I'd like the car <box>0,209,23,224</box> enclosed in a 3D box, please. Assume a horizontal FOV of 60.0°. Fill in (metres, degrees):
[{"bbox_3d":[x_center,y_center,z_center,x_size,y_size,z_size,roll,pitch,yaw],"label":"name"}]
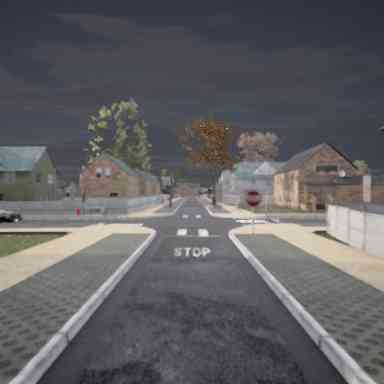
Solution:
[{"bbox_3d":[-14.945,1.608,23.445,5.357,1.411,2.033,0,0,1],"label":"car"}]
